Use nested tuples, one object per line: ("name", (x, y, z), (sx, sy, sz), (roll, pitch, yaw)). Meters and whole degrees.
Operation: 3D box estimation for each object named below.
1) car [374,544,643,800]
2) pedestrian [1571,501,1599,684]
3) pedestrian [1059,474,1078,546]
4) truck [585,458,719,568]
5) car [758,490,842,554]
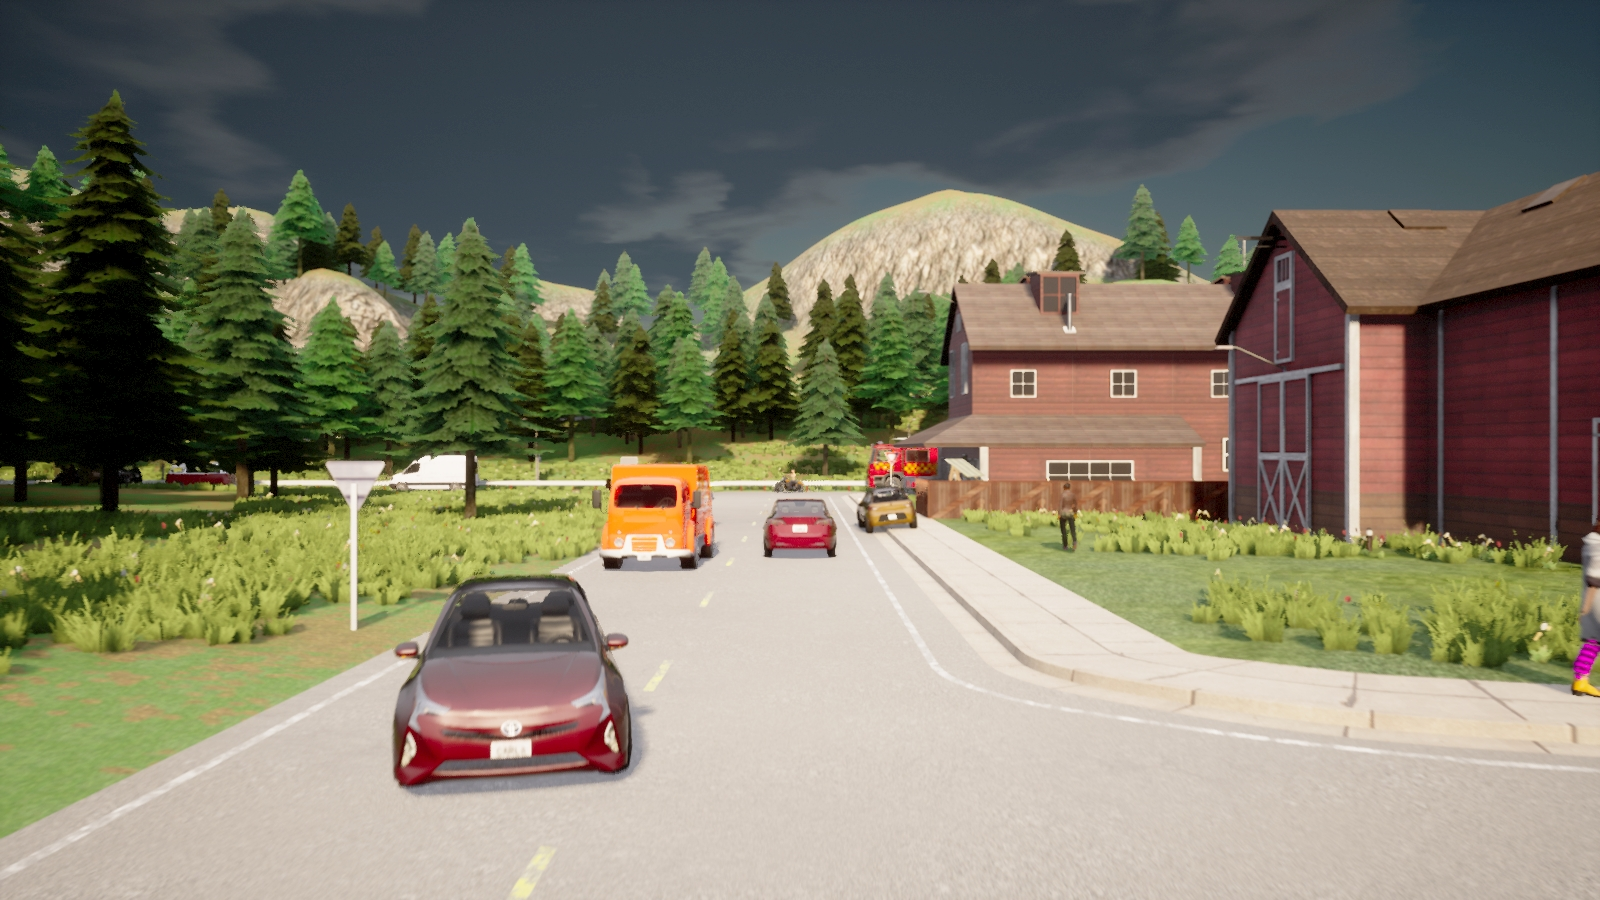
("car", (-2.737, 1.876, 11.047), (2.007, 1.525, 4.514), (0, 0, -13))
("pedestrian", (8.266, 1.466, 11.842), (0.375, 1.860, 0.375), (0, 0, 21))
("pedestrian", (6.953, 1.550, 29.613), (0.375, 1.860, 0.375), (0, 0, -4))
("truck", (-3.499, 1.435, 28.250), (2.627, 2.467, 5.204), (0, 0, 0))
("car", (0.001, 1.928, 31.765), (2.163, 1.488, 4.792), (0, 0, 0))
